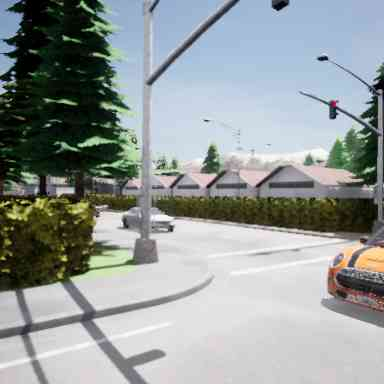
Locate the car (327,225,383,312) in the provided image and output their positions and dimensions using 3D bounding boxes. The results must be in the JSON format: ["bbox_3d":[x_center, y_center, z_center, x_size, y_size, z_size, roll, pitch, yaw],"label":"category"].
[{"bbox_3d":[5.083,1.465,7.488,4.553,1.767,2.097,1,-1,-35],"label":"car"}]

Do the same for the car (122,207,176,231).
[{"bbox_3d":[-2.844,1.666,21.075,1.812,1.442,4.674,1,-1,-36],"label":"car"}]

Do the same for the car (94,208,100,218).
[{"bbox_3d":[-10.196,1.704,31.242,1.994,1.385,4.181,1,-1,-35],"label":"car"}]
